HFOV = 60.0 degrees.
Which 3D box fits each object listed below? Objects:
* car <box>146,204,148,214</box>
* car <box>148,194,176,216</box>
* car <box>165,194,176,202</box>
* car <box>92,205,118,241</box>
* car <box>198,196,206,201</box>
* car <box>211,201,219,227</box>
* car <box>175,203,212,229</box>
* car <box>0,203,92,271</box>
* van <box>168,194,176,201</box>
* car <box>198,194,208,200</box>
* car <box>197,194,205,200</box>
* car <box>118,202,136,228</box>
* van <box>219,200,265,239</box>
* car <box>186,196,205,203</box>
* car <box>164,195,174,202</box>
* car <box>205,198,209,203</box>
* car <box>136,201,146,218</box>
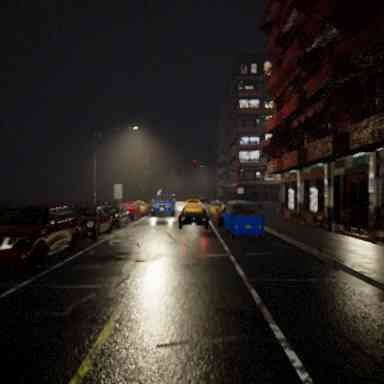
[{"bbox_3d":[-5.309,1.554,33.126,1.752,1.417,4.829,1,0,0],"label":"car"},{"bbox_3d":[-2.759,1.253,33.335,2.150,2.045,5.566,0,0,0],"label":"car"},{"bbox_3d":[-5.311,1.389,82.737,2.192,1.841,5.009,1,0,0],"label":"car"},{"bbox_3d":[-5.307,1.454,16.687,1.967,1.590,4.097,1,0,0],"label":"car"},{"bbox_3d":[2.565,1.646,88.882,1.947,1.339,4.313,1,0,0],"label":"car"},{"bbox_3d":[2.573,1.459,22.634,1.967,1.590,4.097,1,0,0],"label":"car"},{"bbox_3d":[0.099,1.619,21.709,1.895,1.301,4.718,0,0,0],"label":"car"},{"bbox_3d":[-5.305,1.325,11.151,2.192,1.841,5.009,1,0,0],"label":"car"},{"bbox_3d":[-5.312,1.420,88.391,1.690,1.788,3.998,1,0,0],"label":"van"},{"bbox_3d":[2.568,1.609,66.238,2.008,1.369,4.403,1,0,0],"label":"car"},{"bbox_3d":[2.568,1.400,94.543,2.192,1.841,5.009,1,0,0],"label":"car"},{"bbox_3d":[-5.309,1.570,22.224,2.008,1.369,4.403,1,0,0],"label":"car"},{"bbox_3d":[2.574,1.356,17.089,1.690,1.788,3.998,1,0,0],"label":"van"},{"bbox_3d":[0.099,1.507,34.393,1.882,1.535,5.008,0,0,0],"label":"car"},{"bbox_3d":[-5.312,1.509,77.083,1.967,1.590,4.097,1,0,0],"label":"car"},{"bbox_3d":[2.571,1.554,33.894,1.752,1.417,4.829,1,0,0],"label":"car"},{"bbox_3d":[-5.309,1.568,27.760,1.887,1.381,4.507,1,0,0],"label":"car"}]
